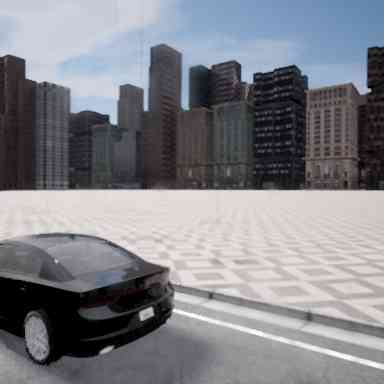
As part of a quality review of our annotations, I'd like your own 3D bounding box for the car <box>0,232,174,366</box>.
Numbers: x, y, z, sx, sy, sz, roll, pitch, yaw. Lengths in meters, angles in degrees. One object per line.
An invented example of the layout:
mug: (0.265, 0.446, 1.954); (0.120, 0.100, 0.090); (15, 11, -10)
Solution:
car: (-2.619, 1.454, 5.857); (5.008, 1.535, 1.882); (0, 0, 35)
